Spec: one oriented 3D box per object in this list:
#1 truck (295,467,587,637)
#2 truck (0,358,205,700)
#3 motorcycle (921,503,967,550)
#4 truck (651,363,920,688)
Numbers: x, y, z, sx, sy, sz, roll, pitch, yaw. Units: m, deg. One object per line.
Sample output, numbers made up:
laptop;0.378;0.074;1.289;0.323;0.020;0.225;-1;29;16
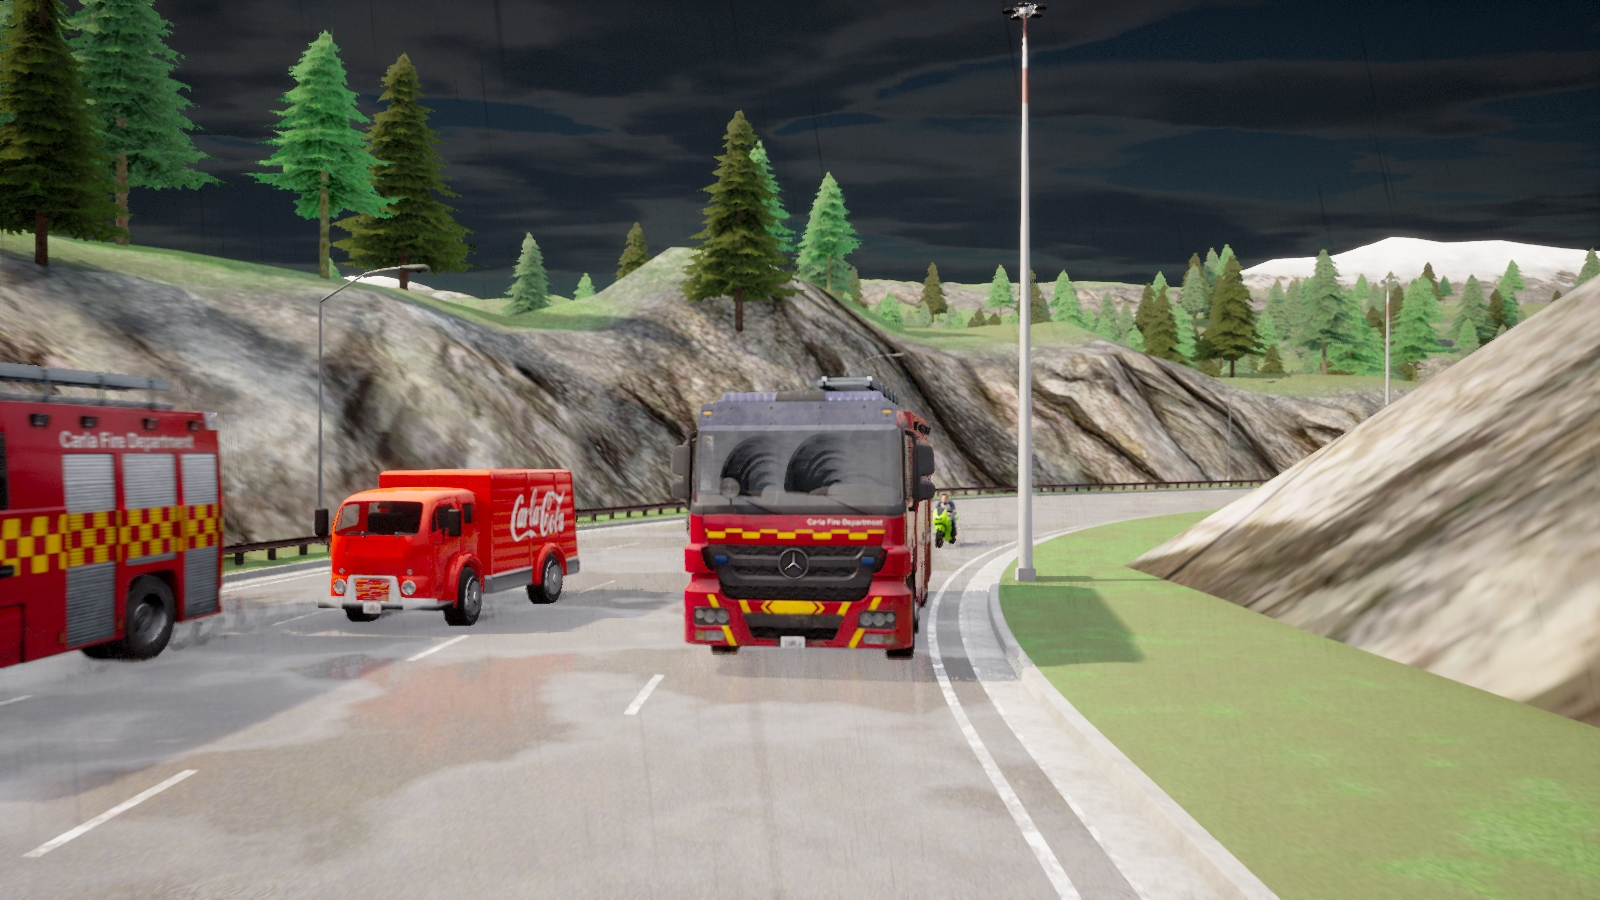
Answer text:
truck;-5.956;1.569;19.894;2.627;2.467;5.204;0;0;12
truck;-10.415;0.891;12.637;2.891;3.827;8.468;0;0;3
motorcycle;4.186;2.186;33.110;0.803;1.199;2.033;0;0;22
truck;0.246;0.890;17.849;2.891;3.827;8.468;0;0;8
